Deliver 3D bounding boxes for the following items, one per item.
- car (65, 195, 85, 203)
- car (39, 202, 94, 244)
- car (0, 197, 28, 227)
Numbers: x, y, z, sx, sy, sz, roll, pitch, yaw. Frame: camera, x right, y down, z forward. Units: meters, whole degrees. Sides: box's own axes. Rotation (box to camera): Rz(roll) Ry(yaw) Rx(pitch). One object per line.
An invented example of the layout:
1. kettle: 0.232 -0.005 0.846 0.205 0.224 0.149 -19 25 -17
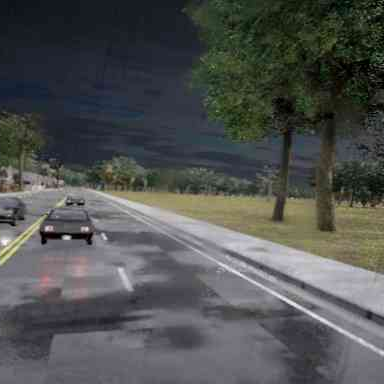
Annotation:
1. car: -12.351 0.934 35.288 1.895 1.301 4.718 3 0 -19
2. car: -5.176 1.315 14.028 1.895 1.301 4.718 3 0 -19
3. car: -10.149 0.974 18.008 2.033 1.411 5.357 3 0 -19
